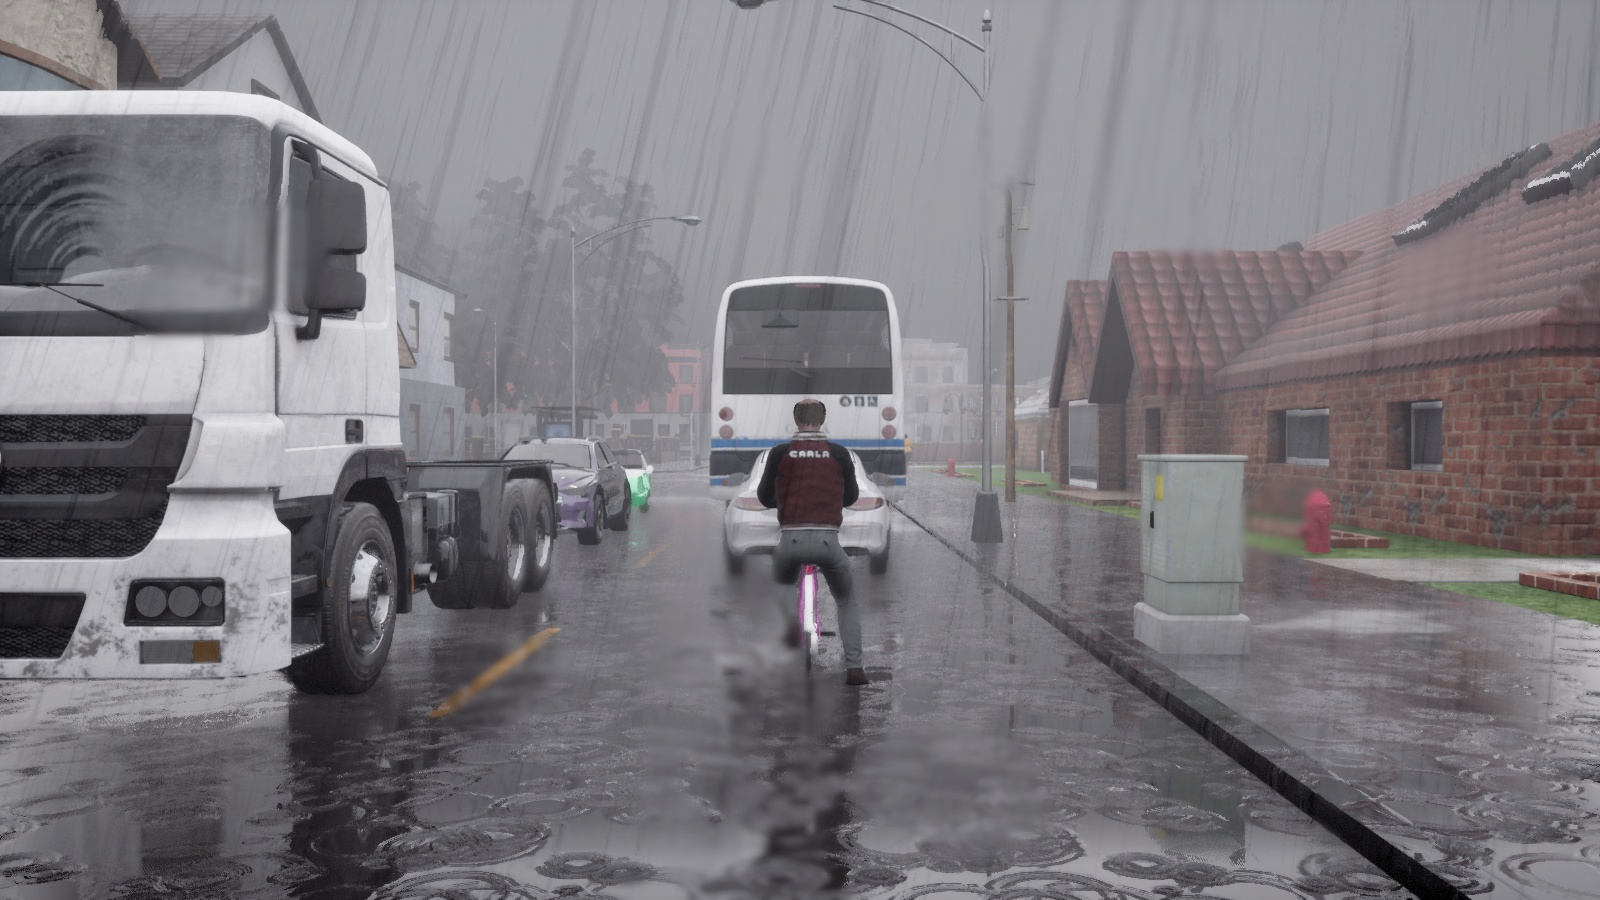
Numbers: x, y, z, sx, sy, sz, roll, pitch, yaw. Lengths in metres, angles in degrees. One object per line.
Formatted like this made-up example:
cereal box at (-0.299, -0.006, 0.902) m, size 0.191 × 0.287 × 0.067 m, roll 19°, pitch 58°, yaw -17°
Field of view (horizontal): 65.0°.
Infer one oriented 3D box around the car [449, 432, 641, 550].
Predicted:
car at (-3.874, 0.561, 19.979) m, size 2.033 × 1.649 × 4.856 m, roll 0°, pitch 0°, yaw 0°

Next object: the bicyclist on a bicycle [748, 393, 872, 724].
bicyclist on a bicycle at (0.057, 0.574, 7.649) m, size 0.659 × 1.776 × 1.843 m, roll 0°, pitch 1°, yaw 0°

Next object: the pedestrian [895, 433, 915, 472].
pedestrian at (4.932, 0.120, 59.077) m, size 0.874 × 1.855 × 0.900 m, roll 0°, pitch 0°, yaw -2°

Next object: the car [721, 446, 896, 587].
car at (0.101, 0.685, 15.377) m, size 1.812 × 1.442 × 4.674 m, roll 0°, pitch 0°, yaw 0°

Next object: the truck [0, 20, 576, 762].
truck at (-3.927, -0.294, 9.837) m, size 2.891 × 3.462 × 7.936 m, roll 0°, pitch 0°, yaw 0°

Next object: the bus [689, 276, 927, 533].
bus at (0.167, -0.777, 26.005) m, size 3.944 × 4.253 × 10.273 m, roll 0°, pitch 0°, yaw 0°

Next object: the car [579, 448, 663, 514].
car at (-3.834, 0.645, 27.131) m, size 1.481 × 1.376 × 2.207 m, roll 0°, pitch 0°, yaw 0°
